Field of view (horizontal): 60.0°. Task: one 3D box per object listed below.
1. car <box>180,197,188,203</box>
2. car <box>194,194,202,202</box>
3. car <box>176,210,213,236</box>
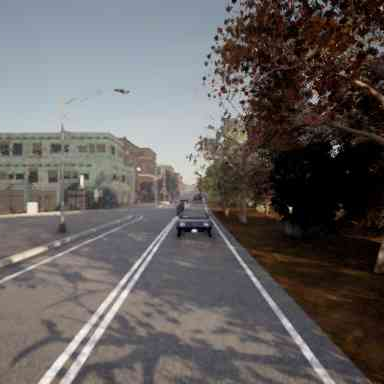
[{"bbox_3d":[-1.897,1.818,79.180,2.033,1.411,5.357,0,0,2],"label":"car"},{"bbox_3d":[1.533,1.493,84.706,2.150,2.045,5.566,0,0,2],"label":"car"},{"bbox_3d":[0.139,1.705,19.238,1.895,1.301,4.718,0,0,0],"label":"car"}]
